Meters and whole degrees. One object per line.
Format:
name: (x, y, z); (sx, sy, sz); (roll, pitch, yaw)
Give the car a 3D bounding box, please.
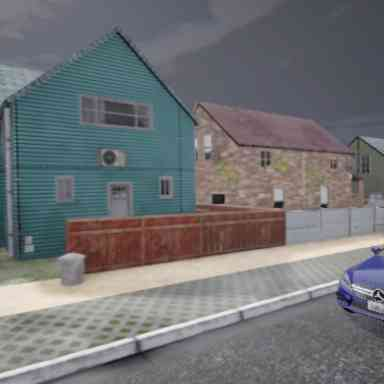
car: (4.764, 1.522, 6.485); (4.674, 1.442, 1.812); (0, 0, -35)
